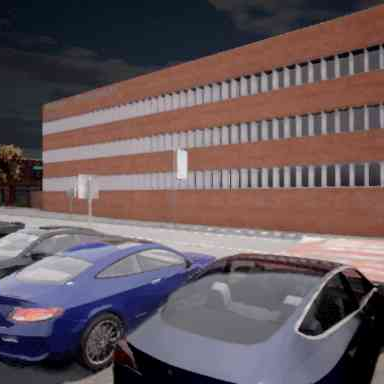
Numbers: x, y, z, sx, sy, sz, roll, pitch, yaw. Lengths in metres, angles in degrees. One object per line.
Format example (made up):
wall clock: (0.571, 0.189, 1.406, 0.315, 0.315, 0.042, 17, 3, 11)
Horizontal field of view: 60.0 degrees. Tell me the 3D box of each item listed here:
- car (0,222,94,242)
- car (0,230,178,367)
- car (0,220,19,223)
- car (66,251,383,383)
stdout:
car: (-3.400, 1.517, 7.422, 2.002, 1.452, 4.674, 0, 0, 35)
car: (-1.102, 1.518, 5.776, 2.002, 1.452, 4.674, 0, 0, 36)
car: (-7.998, 1.472, 10.705, 2.097, 1.535, 5.008, 0, 0, 35)
car: (1.217, 1.509, 4.161, 2.163, 1.488, 4.792, 0, 0, 35)
